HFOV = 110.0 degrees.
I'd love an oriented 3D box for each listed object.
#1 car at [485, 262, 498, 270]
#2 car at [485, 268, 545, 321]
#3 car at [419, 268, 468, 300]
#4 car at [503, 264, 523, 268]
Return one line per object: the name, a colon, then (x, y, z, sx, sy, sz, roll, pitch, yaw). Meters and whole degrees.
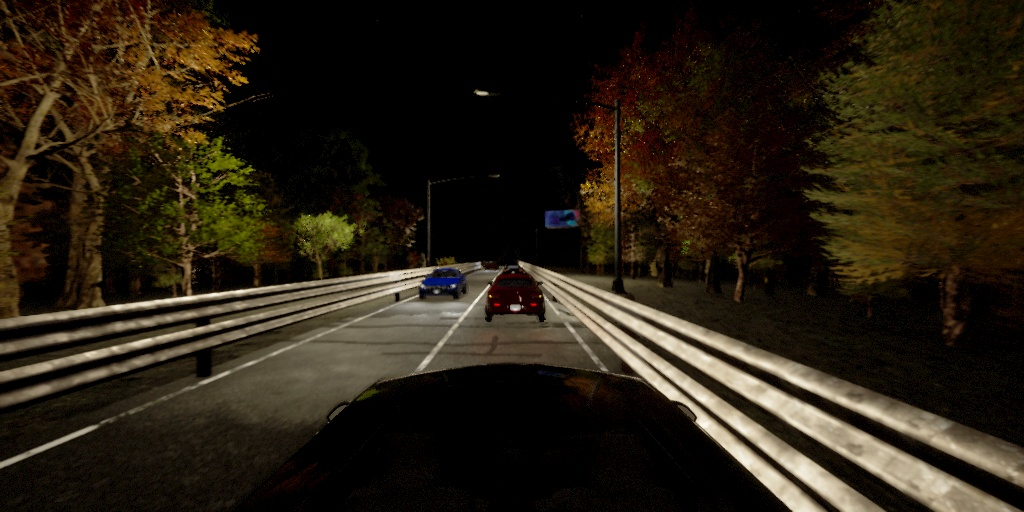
car: (-3.316, 1.681, 58.885, 1.895, 1.301, 4.718, 0, 0, 1)
car: (0.099, 1.304, 12.435, 1.812, 1.442, 4.674, 0, 0, 0)
car: (-3.347, 1.337, 18.210, 1.812, 1.442, 4.674, 0, 0, 0)
car: (0.104, 1.484, 34.701, 1.994, 1.385, 4.181, 0, 0, 0)
